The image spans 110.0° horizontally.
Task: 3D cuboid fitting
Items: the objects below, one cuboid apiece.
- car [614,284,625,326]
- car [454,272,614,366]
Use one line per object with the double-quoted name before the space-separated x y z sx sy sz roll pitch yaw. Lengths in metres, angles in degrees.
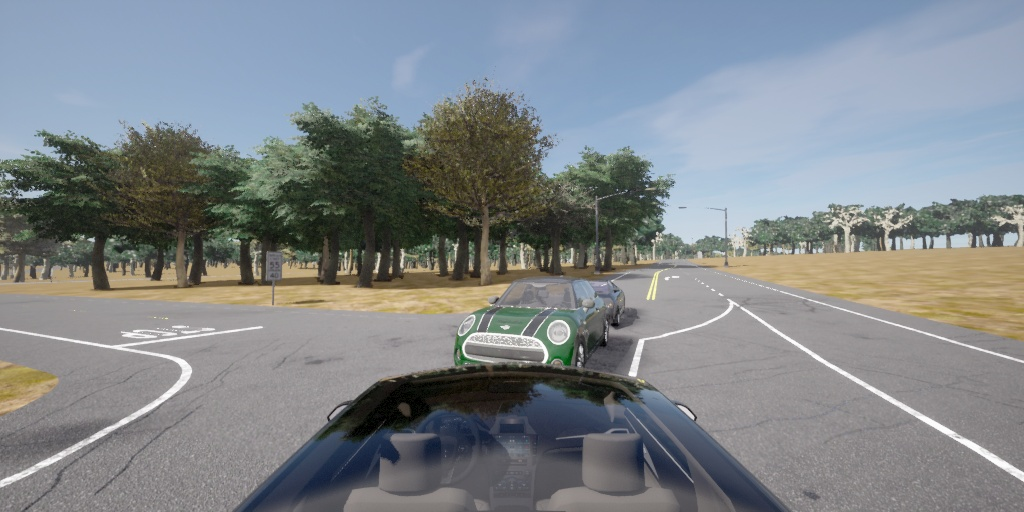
"car" 2.916 1.554 12.873 1.994 1.385 4.181 -2 0 22
"car" 0.687 1.222 7.442 2.097 1.767 4.553 -1 -2 22
